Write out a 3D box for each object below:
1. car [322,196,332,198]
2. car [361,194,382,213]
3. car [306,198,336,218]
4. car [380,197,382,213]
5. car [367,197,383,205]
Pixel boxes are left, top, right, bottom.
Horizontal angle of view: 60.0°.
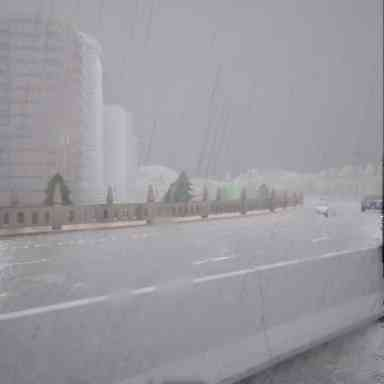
[{"bbox_3d":[27.954,1.531,69.179,1.812,1.442,4.674,0,0,9],"label":"car"},{"bbox_3d":[20.527,1.244,37.699,2.150,2.045,5.566,0,0,29],"label":"car"},{"bbox_3d":[12.194,1.560,31.253,1.812,1.442,4.674,0,0,36],"label":"car"},{"bbox_3d":[15.080,1.360,23.560,2.097,1.767,4.553,0,0,38],"label":"car"},{"bbox_3d":[33.215,1.583,59.828,1.994,1.385,4.181,0,0,14],"label":"car"}]
